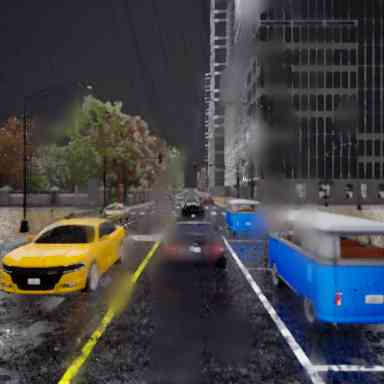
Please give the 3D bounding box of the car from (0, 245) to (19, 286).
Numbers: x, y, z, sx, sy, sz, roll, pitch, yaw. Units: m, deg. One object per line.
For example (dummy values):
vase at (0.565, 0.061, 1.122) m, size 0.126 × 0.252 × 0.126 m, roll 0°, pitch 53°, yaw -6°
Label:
car at (-5.690, 1.569, 6.755) m, size 1.947 × 1.339 × 4.313 m, roll 0°, pitch 0°, yaw 0°

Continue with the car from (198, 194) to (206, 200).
car at (2.690, 1.338, 90.364) m, size 1.967 × 1.590 × 4.097 m, roll 0°, pitch 0°, yaw 0°

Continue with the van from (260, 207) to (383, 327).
van at (2.692, 1.343, 6.756) m, size 1.690 × 1.788 × 3.998 m, roll 0°, pitch 0°, yaw 0°

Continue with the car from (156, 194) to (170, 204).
car at (-5.691, 1.486, 61.956) m, size 1.887 × 1.381 × 4.507 m, roll 0°, pitch 0°, yaw 0°

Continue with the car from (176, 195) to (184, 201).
car at (-3.004, 1.507, 81.624) m, size 1.895 × 1.301 × 4.718 m, roll 0°, pitch 0°, yaw 0°

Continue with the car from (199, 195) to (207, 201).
car at (2.689, 1.475, 84.683) m, size 1.947 × 1.339 × 4.313 m, roll 0°, pitch 0°, yaw 0°

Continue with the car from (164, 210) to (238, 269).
car at (0.094, 1.546, 11.127) m, size 2.033 × 1.411 × 5.357 m, roll 0°, pitch 0°, yaw 0°

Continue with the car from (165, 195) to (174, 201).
car at (-5.692, 1.492, 84.687) m, size 1.802 × 1.307 × 4.206 m, roll 0°, pitch 0°, yaw 0°

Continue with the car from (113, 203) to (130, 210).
car at (-5.818, 1.509, 25.385) m, size 1.752 × 1.417 × 4.829 m, roll 0°, pitch 0°, yaw 0°

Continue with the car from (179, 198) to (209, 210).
car at (0.090, 1.488, 26.357) m, size 1.837 × 1.490 × 4.892 m, roll 0°, pitch 0°, yaw 0°

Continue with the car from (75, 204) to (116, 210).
car at (-5.770, 1.558, 18.151) m, size 1.947 × 1.339 × 4.313 m, roll 0°, pitch 0°, yaw 0°

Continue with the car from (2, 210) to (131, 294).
car at (-3.100, 1.479, 9.021) m, size 1.882 × 1.535 × 5.008 m, roll 0°, pitch 0°, yaw 0°

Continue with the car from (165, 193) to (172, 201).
car at (-5.691, 1.485, 67.639) m, size 2.008 × 1.369 × 4.403 m, roll 0°, pitch 0°, yaw 0°

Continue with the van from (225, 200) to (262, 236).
van at (2.774, 1.332, 18.153) m, size 1.690 × 1.788 × 3.998 m, roll 0°, pitch 0°, yaw 0°

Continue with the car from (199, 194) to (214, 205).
car at (2.691, 1.387, 56.278) m, size 1.967 × 1.590 × 4.097 m, roll 0°, pitch 0°, yaw 0°
